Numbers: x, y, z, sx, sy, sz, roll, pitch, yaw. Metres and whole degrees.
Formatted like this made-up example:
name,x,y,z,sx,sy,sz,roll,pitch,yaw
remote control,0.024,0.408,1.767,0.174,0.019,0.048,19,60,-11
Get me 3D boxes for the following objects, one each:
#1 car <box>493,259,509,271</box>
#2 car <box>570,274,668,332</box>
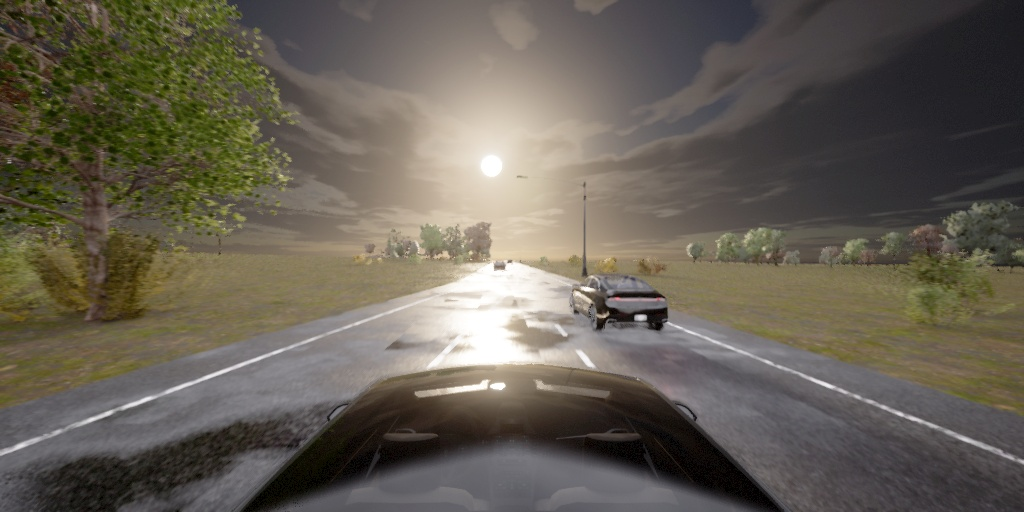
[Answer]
name,x,y,z,sx,sy,sz,roll,pitch,yaw
car,-1.956,1.394,57.314,2.097,1.767,4.553,0,0,-2
car,3.071,1.314,11.191,2.128,1.511,4.902,0,0,-2
